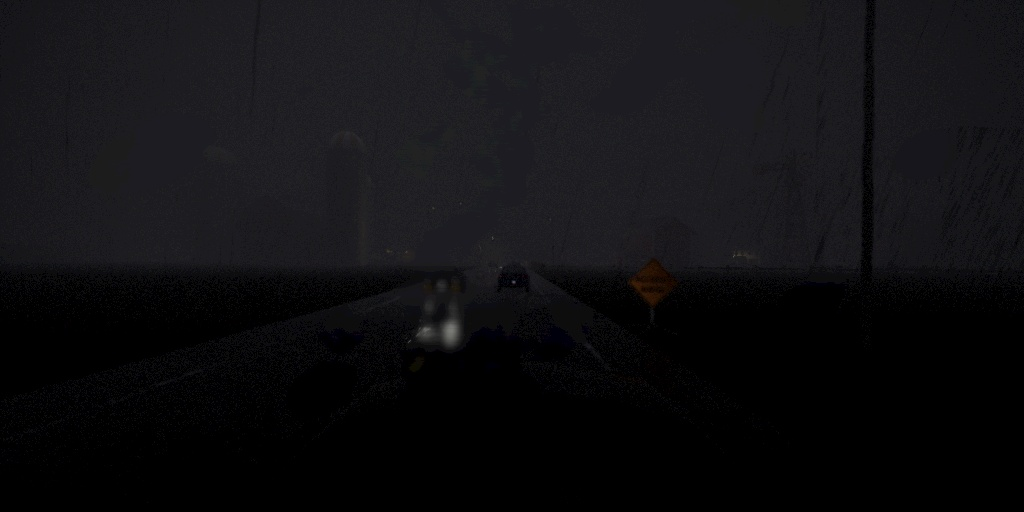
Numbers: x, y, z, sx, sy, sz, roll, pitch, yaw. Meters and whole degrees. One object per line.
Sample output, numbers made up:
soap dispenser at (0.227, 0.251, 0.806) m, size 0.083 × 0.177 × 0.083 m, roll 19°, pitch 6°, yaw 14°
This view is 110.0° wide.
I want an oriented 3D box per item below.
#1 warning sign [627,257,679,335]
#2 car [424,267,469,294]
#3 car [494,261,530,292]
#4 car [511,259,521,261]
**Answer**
warning sign at (3.550, 0.962, 9.120) m, size 1.300 × 1.860 × 1.060 m, roll 0°, pitch 0°, yaw 0°
car at (-3.579, 1.335, 20.233) m, size 1.994 × 1.385 × 4.181 m, roll 1°, pitch 0°, yaw 0°
car at (0.106, 1.327, 22.642) m, size 1.882 × 1.535 × 5.008 m, roll 1°, pitch 0°, yaw 0°
car at (0.097, 1.479, 46.551) m, size 2.128 × 1.511 × 4.902 m, roll 1°, pitch 0°, yaw 0°
